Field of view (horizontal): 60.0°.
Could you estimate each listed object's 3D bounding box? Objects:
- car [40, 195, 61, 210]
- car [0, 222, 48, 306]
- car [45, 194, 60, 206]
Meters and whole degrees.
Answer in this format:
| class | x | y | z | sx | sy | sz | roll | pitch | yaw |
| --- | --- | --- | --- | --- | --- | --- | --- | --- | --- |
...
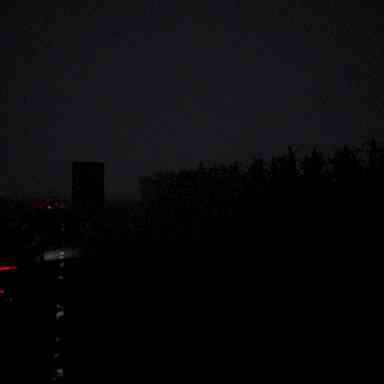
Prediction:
| class | x | y | z | sx | sy | sz | roll | pitch | yaw |
| --- | --- | --- | --- | --- | --- | --- | --- | --- | --- |
| car | -15.461 | 1.263 | 36.367 | 1.895 | 1.301 | 4.718 | 0 | 0 | -20 |
| car | -4.430 | 1.432 | 7.495 | 1.837 | 1.490 | 4.892 | 0 | 0 | -21 |
| car | -19.141 | 1.093 | 45.809 | 1.812 | 1.442 | 4.674 | 0 | 0 | -21 |
